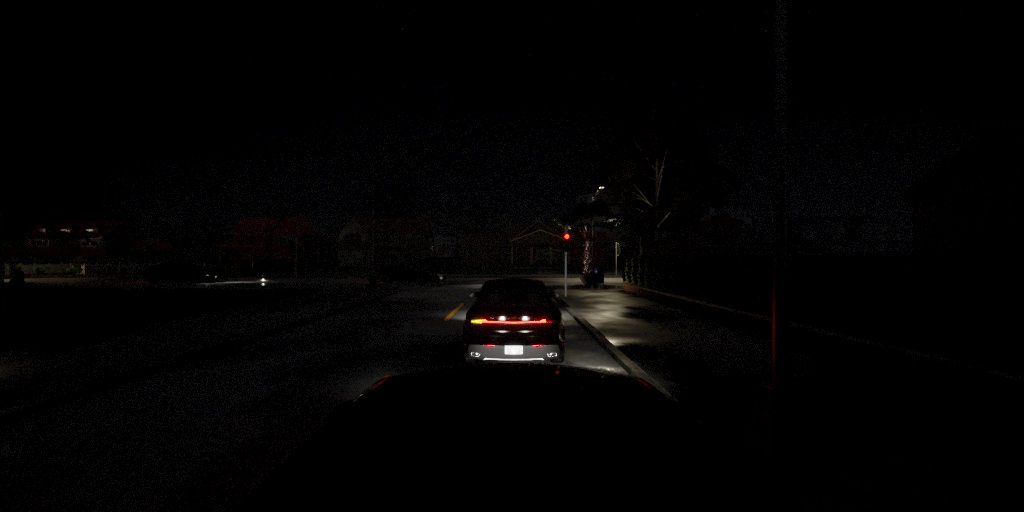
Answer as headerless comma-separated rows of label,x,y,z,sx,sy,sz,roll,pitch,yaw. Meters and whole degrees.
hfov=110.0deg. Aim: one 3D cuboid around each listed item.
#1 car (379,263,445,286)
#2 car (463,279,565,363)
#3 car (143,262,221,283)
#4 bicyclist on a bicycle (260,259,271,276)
car,-7.055,1.242,25.254,4.902,1.511,2.128,0,-1,22
car,0.051,1.255,8.148,1.837,1.490,4.892,0,0,1
car,-24.549,1.249,26.778,4.892,1.490,1.837,2,0,0
bicyclist on a bicycle,-24.178,1.098,35.177,0.582,1.620,1.656,0,0,0
